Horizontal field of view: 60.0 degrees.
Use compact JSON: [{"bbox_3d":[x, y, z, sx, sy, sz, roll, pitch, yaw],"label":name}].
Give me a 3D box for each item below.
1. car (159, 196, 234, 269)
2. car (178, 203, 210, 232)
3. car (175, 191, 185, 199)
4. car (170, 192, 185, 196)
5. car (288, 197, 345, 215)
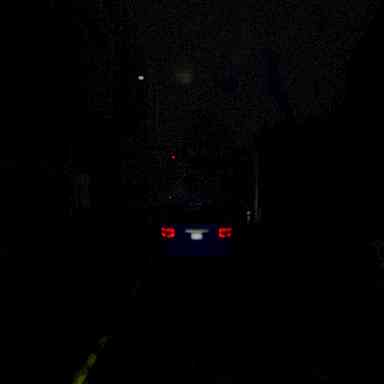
[{"bbox_3d":[0.109,1.282,11.533,2.150,2.045,5.566,0,0,0],"label":"car"},{"bbox_3d":[0.108,1.553,21.625,1.837,1.490,4.892,0,0,-1],"label":"car"},{"bbox_3d":[-2.575,0.667,72.031,2.128,1.511,4.902,0,1,0],"label":"car"},{"bbox_3d":[-2.676,0.853,56.940,2.097,1.767,4.553,0,1,1],"label":"car"},{"bbox_3d":[12.798,1.446,34.922,5.009,1.841,2.192,1,0,0],"label":"car"}]
